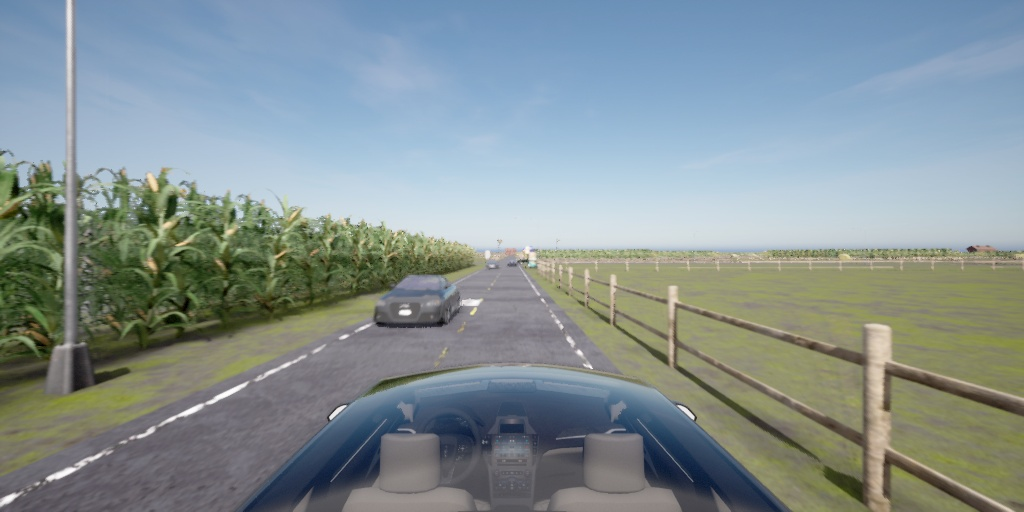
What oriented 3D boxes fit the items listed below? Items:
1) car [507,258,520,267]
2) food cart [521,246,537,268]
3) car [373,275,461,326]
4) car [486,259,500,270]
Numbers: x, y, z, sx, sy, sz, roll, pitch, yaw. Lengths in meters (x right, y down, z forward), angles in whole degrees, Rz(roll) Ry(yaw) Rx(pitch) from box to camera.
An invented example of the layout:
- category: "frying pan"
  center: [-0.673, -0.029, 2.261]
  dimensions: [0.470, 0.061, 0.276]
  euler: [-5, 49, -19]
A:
- category: "car"
  center: [0.007, 1.227, 65.398]
  dimensions: [2.033, 1.411, 5.357]
  euler: [0, 0, 0]
- category: "food cart"
  center: [3.131, 0.154, 57.361]
  dimensions: [2.280, 3.560, 4.660]
  euler: [0, 0, 0]
- category: "car"
  center: [-2.848, 1.308, 11.546]
  dimensions: [1.994, 1.385, 4.181]
  euler: [0, 0, 0]
- category: "car"
  center: [-2.814, 1.222, 52.700]
  dimensions: [1.812, 1.442, 4.674]
  euler: [0, 0, 0]
